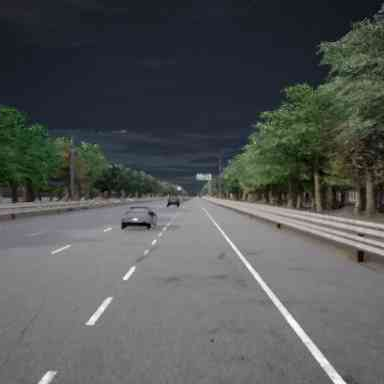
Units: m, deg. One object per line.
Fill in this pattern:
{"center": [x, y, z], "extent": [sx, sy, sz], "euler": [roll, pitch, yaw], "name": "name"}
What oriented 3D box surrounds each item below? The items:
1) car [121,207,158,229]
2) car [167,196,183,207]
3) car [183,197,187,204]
{"center": [-3.480, 1.673, 22.447], "extent": [1.994, 1.385, 4.181], "euler": [0, 0, 0], "name": "car"}
{"center": [-3.315, 1.734, 61.230], "extent": [2.150, 2.045, 5.566], "euler": [0, -1, 0], "name": "car"}
{"center": [-3.119, 2.340, 86.343], "extent": [2.033, 1.411, 5.357], "euler": [0, -1, 1], "name": "car"}
